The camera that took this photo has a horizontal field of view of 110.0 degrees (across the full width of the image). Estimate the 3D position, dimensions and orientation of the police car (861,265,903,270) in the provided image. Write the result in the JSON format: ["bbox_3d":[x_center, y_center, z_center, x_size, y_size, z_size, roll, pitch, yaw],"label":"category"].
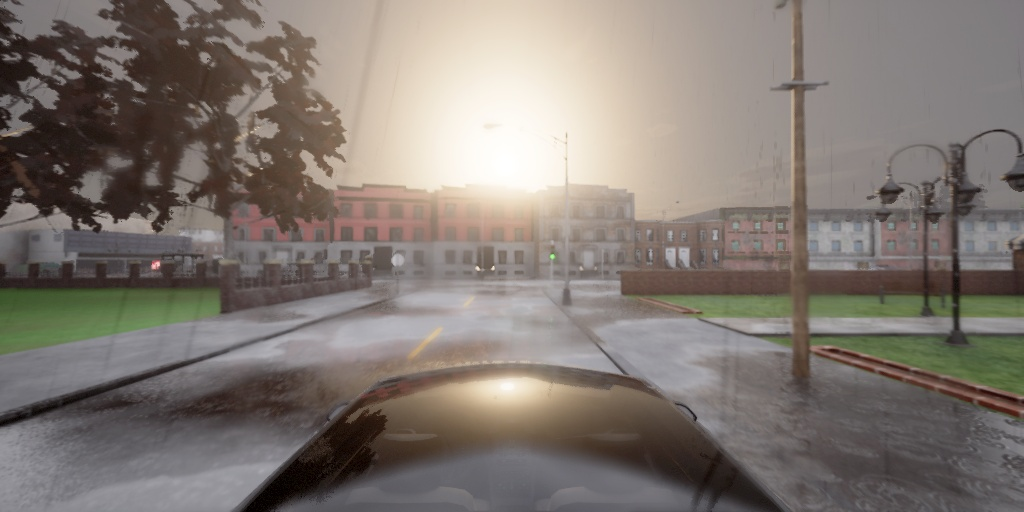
[{"bbox_3d":[36.507,1.731,35.666,4.974,1.542,2.038,0,-1,0],"label":"police car"}]
